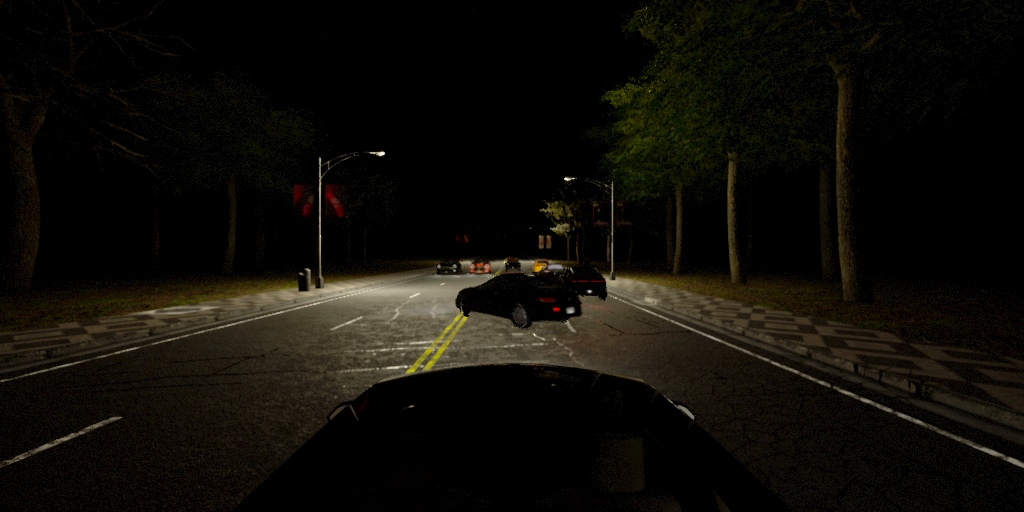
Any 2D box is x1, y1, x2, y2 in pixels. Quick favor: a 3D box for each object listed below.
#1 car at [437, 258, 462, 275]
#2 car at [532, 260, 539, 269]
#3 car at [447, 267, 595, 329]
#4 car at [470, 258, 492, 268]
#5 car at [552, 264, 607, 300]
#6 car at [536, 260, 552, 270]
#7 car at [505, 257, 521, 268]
[{"bbox_3d":[-6.579,1.047,38.140,2.097,1.767,4.553,0,0,0],"label":"car"},{"bbox_3d":[3.269,1.171,39.462,1.882,1.535,5.008,0,0,0],"label":"car"},{"bbox_3d":[0.056,1.267,11.258,1.812,1.442,4.674,-1,1,-41],"label":"car"},{"bbox_3d":[-3.329,1.047,38.654,2.097,1.767,4.553,0,0,0],"label":"car"},{"bbox_3d":[3.258,1.236,17.462,1.837,1.490,4.892,0,0,0],"label":"car"},{"bbox_3d":[3.264,1.276,28.462,1.994,1.385,4.181,0,0,0],"label":"car"},{"bbox_3d":[0.122,1.174,45.446,2.128,1.511,4.902,0,0,0],"label":"car"}]
